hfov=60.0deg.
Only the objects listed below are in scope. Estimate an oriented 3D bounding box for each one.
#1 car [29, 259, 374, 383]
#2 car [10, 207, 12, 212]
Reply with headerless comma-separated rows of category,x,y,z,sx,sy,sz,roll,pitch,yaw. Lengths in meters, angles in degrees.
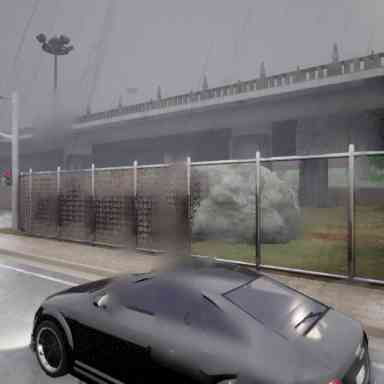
car,-0.146,1.564,4.094,4.181,1.385,1.994,0,0,36
car,-15.513,1.277,34.198,2.150,2.045,5.566,0,0,35
